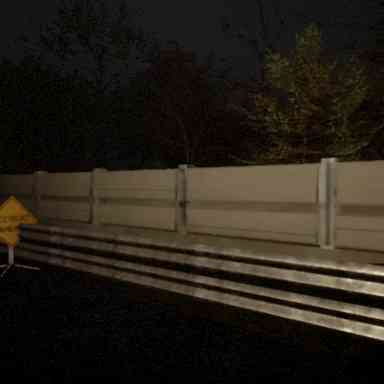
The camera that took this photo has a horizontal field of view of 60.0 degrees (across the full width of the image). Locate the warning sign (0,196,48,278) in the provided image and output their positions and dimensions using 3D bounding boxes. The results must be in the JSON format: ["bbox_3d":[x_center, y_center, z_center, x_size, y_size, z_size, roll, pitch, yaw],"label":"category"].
[{"bbox_3d":[-4.549,1.041,8.397,1.060,1.860,1.300,0,0,35],"label":"warning sign"}]
